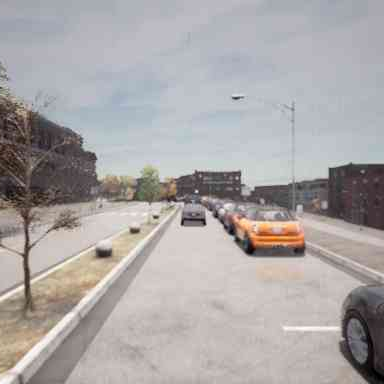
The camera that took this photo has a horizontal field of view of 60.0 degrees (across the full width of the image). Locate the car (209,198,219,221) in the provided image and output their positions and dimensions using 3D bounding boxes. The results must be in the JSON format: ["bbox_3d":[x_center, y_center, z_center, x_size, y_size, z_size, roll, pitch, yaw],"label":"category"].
[{"bbox_3d":[2.997,1.406,30.469,2.185,1.767,4.553,0,0,0],"label":"car"}]

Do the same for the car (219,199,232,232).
[{"bbox_3d":[2.997,1.376,19.300,2.185,1.767,4.553,0,0,0],"label":"car"}]

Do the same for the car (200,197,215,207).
[{"bbox_3d":[2.645,1.692,58.021,2.097,1.535,5.008,0,-1,-2],"label":"car"}]

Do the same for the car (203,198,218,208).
[{"bbox_3d":[2.876,1.680,52.477,2.002,1.452,4.674,0,-1,-1],"label":"car"}]

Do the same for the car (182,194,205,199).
[{"bbox_3d":[0.086,1.310,42.712,2.150,2.045,5.566,0,0,-1],"label":"car"}]

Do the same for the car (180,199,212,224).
[{"bbox_3d":[0.130,1.566,25.181,2.033,1.411,5.357,2,1,0],"label":"car"}]

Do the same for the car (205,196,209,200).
[{"bbox_3d":[2.989,1.593,46.930,2.231,1.521,4.892,0,0,0],"label":"car"}]

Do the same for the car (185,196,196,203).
[{"bbox_3d":[-0.312,1.849,85.680,2.185,1.767,4.553,0,-1,-9],"label":"car"}]

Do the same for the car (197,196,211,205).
[{"bbox_3d":[2.296,1.618,63.535,2.185,1.767,4.553,0,-1,-4],"label":"car"}]

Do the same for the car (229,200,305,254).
[{"bbox_3d":[2.997,1.365,13.779,2.185,1.767,4.553,0,0,0],"label":"car"}]

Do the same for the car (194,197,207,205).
[{"bbox_3d":[1.800,1.827,69.240,2.163,1.488,4.792,0,-1,-5],"label":"car"}]

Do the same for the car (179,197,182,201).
[{"bbox_3d":[-1.250,1.818,91.212,2.435,2.045,5.566,0,-1,-10],"label":"car"}]

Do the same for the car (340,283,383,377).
[{"bbox_3d":[2.998,1.482,2.762,2.231,1.521,4.892,0,0,0],"label":"car"}]

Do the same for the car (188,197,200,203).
[{"bbox_3d":[0.529,1.902,80.106,2.231,1.521,4.892,0,-1,-7],"label":"car"}]

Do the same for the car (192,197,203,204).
[{"bbox_3d":[1.217,1.889,74.728,2.002,1.452,4.674,0,-1,-6],"label":"car"}]
